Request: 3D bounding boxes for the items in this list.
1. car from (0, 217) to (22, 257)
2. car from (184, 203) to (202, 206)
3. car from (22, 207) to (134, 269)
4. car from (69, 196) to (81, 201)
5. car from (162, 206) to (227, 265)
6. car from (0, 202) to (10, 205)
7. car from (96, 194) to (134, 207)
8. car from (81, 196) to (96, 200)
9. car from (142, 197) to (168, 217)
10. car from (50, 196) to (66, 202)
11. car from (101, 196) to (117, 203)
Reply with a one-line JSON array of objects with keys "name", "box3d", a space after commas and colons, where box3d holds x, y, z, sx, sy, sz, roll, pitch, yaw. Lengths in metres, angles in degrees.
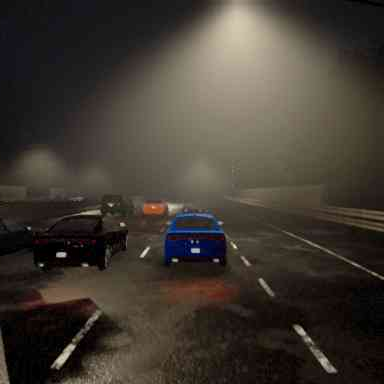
[{"name": "car", "box3d": [-6.901, 1.549, 11.186, 2.033, 1.411, 5.357, 0, 0, 0]}, {"name": "car", "box3d": [0.104, 1.616, 30.353, 1.895, 1.301, 4.718, 0, 0, 0]}, {"name": "car", "box3d": [-3.398, 1.479, 11.128, 1.882, 1.535, 5.008, 0, 0, 0]}, {"name": "car", "box3d": [-24.497, 1.486, 70.481, 1.812, 1.442, 4.674, 0, 0, 0]}, {"name": "car", "box3d": [0.101, 1.480, 11.732, 1.882, 1.535, 5.008, 0, 0, 0]}, {"name": "car", "box3d": [-17.596, 1.561, 29.447, 2.033, 1.411, 5.357, 0, 0, 0]}, {"name": "car", "box3d": [-6.901, 1.237, 31.028, 2.150, 2.045, 5.566, 0, 0, 0]}, {"name": "car", "box3d": [-20.997, 1.537, 70.066, 2.033, 1.411, 5.357, 0, 0, 0]}, {"name": "car", "box3d": [-3.400, 1.368, 31.547, 2.097, 1.767, 4.553, 0, 0, 0]}, {"name": "car", "box3d": [-27.997, 1.521, 70.066, 1.812, 1.442, 4.674, 0, 0, 0]}, {"name": "car", "box3d": [-17.497, 1.537, 70.066, 2.033, 1.411, 5.357, 0, 0, 0]}]
